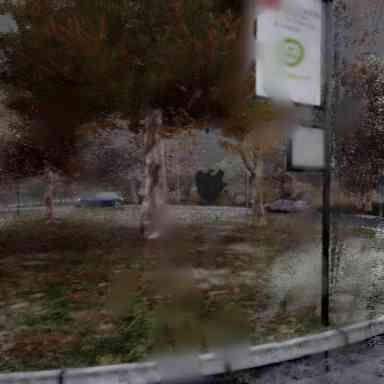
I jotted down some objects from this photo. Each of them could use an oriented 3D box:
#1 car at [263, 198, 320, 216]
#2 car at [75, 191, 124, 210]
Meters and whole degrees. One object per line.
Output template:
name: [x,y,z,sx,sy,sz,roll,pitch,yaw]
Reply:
car: [8.015,1.240,28.357,2.033,1.411,5.357,0,1,-42]
car: [-8.878,0.718,32.018,4.553,1.767,2.097,-1,1,-15]
